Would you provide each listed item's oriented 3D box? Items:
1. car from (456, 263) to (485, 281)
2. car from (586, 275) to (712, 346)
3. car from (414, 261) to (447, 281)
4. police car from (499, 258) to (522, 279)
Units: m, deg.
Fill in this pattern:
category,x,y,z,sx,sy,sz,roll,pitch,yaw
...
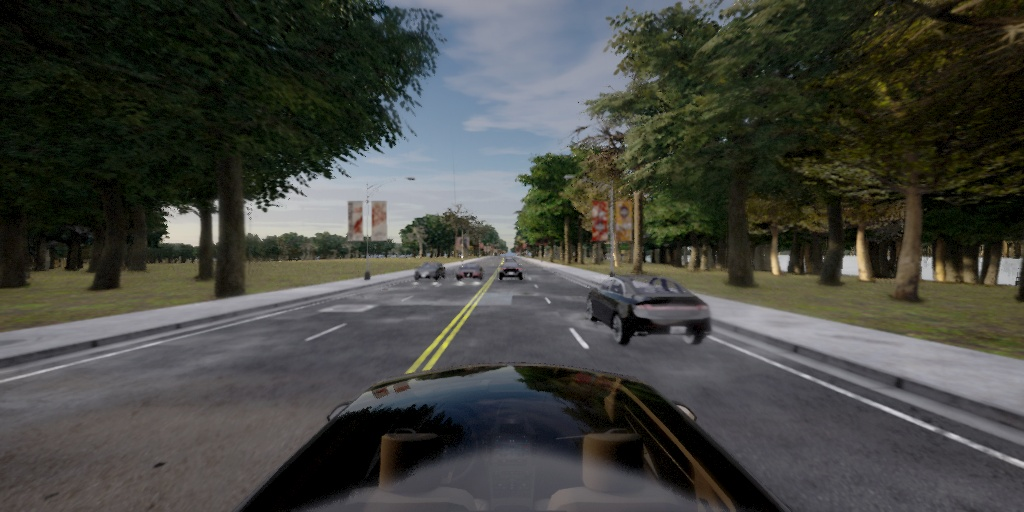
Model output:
category,x,y,z,sx,sy,sz,roll,pitch,yaw
car,-3.361,1.274,29.579,1.994,1.385,4.181,0,0,0
car,3.244,1.240,9.441,2.128,1.511,4.902,0,0,0
car,-6.613,1.203,29.365,2.128,1.511,4.902,0,0,0
police car,-0.107,1.207,31.624,2.038,1.542,4.974,0,0,0
